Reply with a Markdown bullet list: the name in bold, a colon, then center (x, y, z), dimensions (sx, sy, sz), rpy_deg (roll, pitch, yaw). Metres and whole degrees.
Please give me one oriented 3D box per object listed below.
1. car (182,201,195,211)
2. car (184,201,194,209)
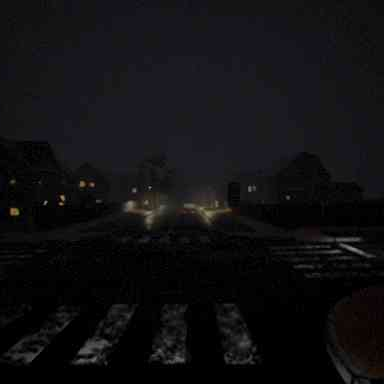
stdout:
- **car**: center (-0.533, 2.337, 55.416), dimensions (1.812, 1.442, 4.674), rpy_deg (0, -1, -1)
- **car**: center (-0.691, 2.485, 65.443), dimensions (1.882, 1.535, 5.008), rpy_deg (0, -1, -2)
